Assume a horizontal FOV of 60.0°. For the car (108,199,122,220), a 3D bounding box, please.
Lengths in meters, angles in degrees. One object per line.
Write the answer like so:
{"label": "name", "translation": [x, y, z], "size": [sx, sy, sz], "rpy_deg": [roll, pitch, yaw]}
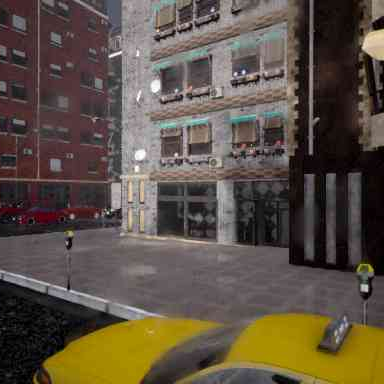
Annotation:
{"label": "car", "translation": [-6.448, 1.682, 33.995], "size": [2.150, 2.045, 5.566], "rpy_deg": [0, -1, 35]}

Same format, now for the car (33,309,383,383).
{"label": "car", "translation": [0.736, 1.525, 2.350], "size": [4.829, 1.417, 1.752], "rpy_deg": [0, 0, 36]}

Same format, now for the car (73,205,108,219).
{"label": "car", "translation": [-10.854, 1.924, 32.288], "size": [1.887, 1.381, 4.507], "rpy_deg": [-1, -2, 35]}

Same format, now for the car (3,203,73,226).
{"label": "car", "translation": [-12.004, 1.851, 26.174], "size": [1.994, 1.385, 4.181], "rpy_deg": [0, -1, 35]}

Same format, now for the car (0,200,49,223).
{"label": "car", "translation": [-14.151, 1.591, 27.650], "size": [2.192, 1.841, 5.009], "rpy_deg": [-1, -2, 35]}
